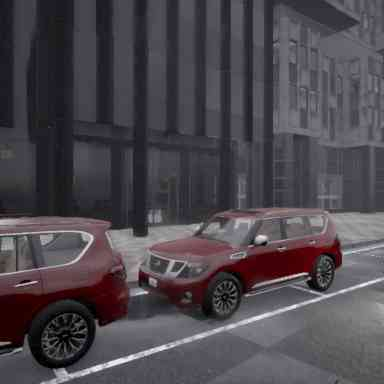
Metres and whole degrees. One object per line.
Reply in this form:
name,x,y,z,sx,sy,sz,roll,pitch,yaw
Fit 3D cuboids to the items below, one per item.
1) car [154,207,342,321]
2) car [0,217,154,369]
car,1.343,1.314,7.479,5.009,1.841,2.192,0,0,-35
car,-3.254,1.315,4.211,5.009,1.841,2.192,0,0,-35
